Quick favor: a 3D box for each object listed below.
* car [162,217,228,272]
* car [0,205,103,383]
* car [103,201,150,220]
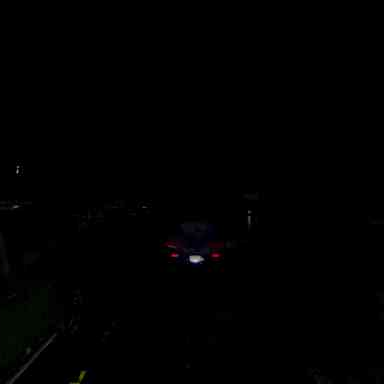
[{"bbox_3d":[0.085,1.513,10.661,1.812,1.442,4.674,0,0,0],"label":"car"},{"bbox_3d":[-2.806,1.219,3.447,2.150,2.045,5.566,0,0,0],"label":"car"},{"bbox_3d":[-5.896,1.455,27.578,4.902,1.511,2.128,0,-1,12],"label":"car"}]
